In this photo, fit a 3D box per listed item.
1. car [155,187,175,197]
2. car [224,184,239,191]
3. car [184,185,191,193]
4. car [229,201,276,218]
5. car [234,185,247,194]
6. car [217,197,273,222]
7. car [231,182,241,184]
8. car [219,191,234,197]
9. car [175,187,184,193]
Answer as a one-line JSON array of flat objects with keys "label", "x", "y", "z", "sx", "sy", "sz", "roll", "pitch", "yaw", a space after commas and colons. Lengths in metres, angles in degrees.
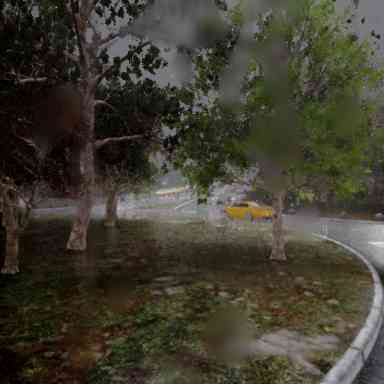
[{"label": "car", "x": -5.944, "y": 0.105, "z": 68.827, "sx": 1.946, "sy": 1.575, "sz": 5.366, "roll": 0, "pitch": 3, "yaw": 19}, {"label": "car", "x": 8.540, "y": -0.424, "z": 75.259, "sx": 2.033, "sy": 1.411, "sz": 5.357, "roll": 0, "pitch": 3, "yaw": 19}, {"label": "car", "x": -2.427, "y": -0.557, "z": 79.279, "sx": 1.946, "sy": 1.575, "sz": 5.366, "roll": 0, "pitch": 3, "yaw": 19}, {"label": "car", "x": 5.560, "y": 1.568, "z": 31.152, "sx": 1.994, "sy": 1.385, "sz": 4.181, "roll": 0, "pitch": 0, "yaw": -34}, {"label": "car", "x": 11.045, "y": -0.287, "z": 72.411, "sx": 1.994, "sy": 1.385, "sz": 4.181, "roll": 0, "pitch": 3, "yaw": 19}, {"label": "car", "x": 4.340, "y": 1.481, "z": 26.946, "sx": 1.882, "sy": 1.535, "sz": 5.008, "roll": 0, "pitch": 0, "yaw": -32}, {"label": "car", "x": 11.897, "y": -1.225, "z": 85.121, "sx": 1.812, "sy": 1.442, "sz": 4.674, "roll": 0, "pitch": 3, "yaw": 19}, {"label": "car", "x": 5.037, "y": 1.042, "z": 51.458, "sx": 1.994, "sy": 1.385, "sz": 4.181, "roll": 0, "pitch": 3, "yaw": 11}, {"label": "car", "x": -4.181, "y": -0.227, "z": 74.050, "sx": 1.946, "sy": 1.575, "sz": 5.366, "roll": 0, "pitch": 3, "yaw": 19}]
